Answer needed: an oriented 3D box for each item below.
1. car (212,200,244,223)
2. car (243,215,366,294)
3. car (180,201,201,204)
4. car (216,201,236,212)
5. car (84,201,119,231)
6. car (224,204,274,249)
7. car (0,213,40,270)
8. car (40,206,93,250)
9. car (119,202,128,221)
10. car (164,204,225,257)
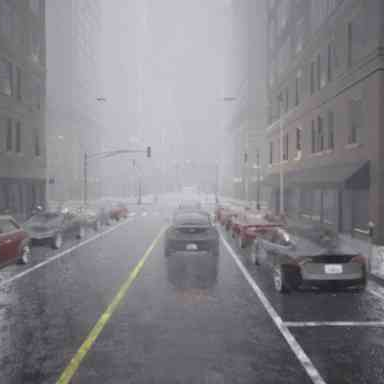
[{"bbox_3d":[2.583,1.367,24.972,1.887,1.381,4.507,-1,0,0],"label":"car"},{"bbox_3d":[2.702,1.500,8.458,1.947,1.339,4.313,-1,0,0],"label":"car"},{"bbox_3d":[-0.117,1.321,22.942,1.882,1.535,5.008,0,0,0],"label":"car"},{"bbox_3d":[2.622,1.404,19.467,1.887,1.381,4.507,-1,0,0],"label":"car"},{"bbox_3d":[-5.902,1.434,19.406,2.008,1.369,4.403,-1,0,0],"label":"car"},{"bbox_3d":[2.662,1.441,13.962,1.887,1.381,4.507,-1,0,0],"label":"car"},{"bbox_3d":[-5.825,1.397,8.395,1.967,1.590,4.097,-1,0,0],"label":"car"},{"bbox_3d":[-5.863,1.486,13.901,1.947,1.339,4.313,-1,0,0],"label":"car"},{"bbox_3d":[-5.942,1.391,24.911,1.887,1.381,4.507,-1,0,0],"label":"car"},{"bbox_3d":[-0.013,1.418,12.543,1.837,1.490,4.892,0,0,0],"label":"car"}]
